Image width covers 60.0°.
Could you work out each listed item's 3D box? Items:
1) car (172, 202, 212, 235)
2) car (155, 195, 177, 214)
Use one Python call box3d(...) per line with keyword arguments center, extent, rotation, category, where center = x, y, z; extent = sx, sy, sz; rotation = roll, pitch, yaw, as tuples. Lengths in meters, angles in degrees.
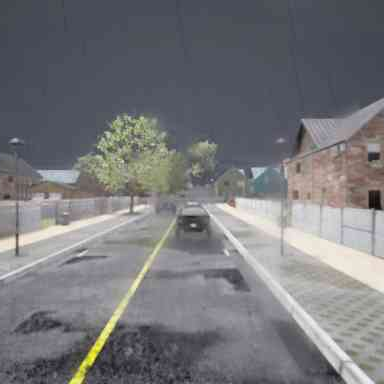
box3d(center=(0.077, 1.540, 19.094), extent=(1.882, 1.535, 5.008), rotation=(0, -1, 0), category="car")
box3d(center=(-2.791, 1.351, 36.890), extent=(2.150, 2.045, 5.566), rotation=(0, 0, 0), category="car")
